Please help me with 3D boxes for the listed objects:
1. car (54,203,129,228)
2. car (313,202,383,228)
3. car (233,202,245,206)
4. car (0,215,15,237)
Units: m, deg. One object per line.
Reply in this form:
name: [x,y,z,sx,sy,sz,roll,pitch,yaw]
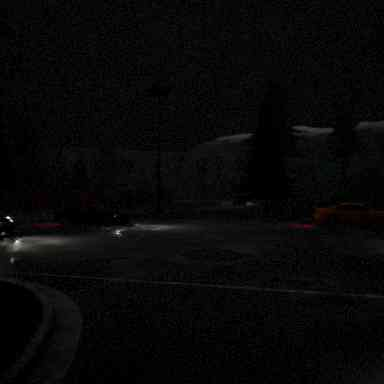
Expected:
car: [-6.640,1.470,22.141,5.008,1.535,1.882,0,0,13]
car: [10.550,1.445,21.626,5.008,1.535,1.882,0,0,13]
car: [7.837,1.436,55.109,2.128,1.511,4.902,0,0,9]
car: [-10.911,1.355,15.965,4.553,1.767,2.097,0,0,13]
